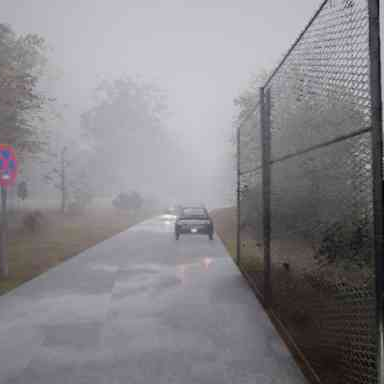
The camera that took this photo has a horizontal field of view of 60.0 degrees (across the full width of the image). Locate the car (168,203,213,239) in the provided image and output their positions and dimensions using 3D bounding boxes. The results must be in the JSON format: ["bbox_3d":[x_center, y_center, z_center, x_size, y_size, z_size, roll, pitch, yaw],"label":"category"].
[{"bbox_3d":[0.103,1.562,17.612,2.128,1.511,4.902,0,-1,0],"label":"car"}]

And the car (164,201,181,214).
[{"bbox_3d":[-2.136,1.824,39.452,2.128,1.511,4.902,0,-1,4],"label":"car"}]
